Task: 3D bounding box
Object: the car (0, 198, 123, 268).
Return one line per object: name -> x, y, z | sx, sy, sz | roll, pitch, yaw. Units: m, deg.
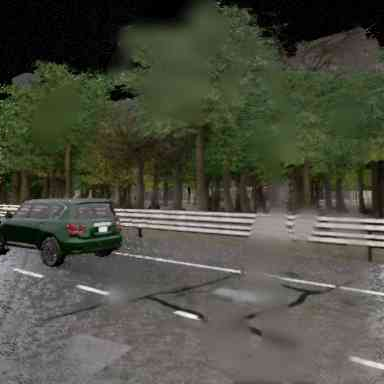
car -> -4.877, 1.238, 11.652 | 5.566, 2.045, 2.150 | 0, 0, 36
